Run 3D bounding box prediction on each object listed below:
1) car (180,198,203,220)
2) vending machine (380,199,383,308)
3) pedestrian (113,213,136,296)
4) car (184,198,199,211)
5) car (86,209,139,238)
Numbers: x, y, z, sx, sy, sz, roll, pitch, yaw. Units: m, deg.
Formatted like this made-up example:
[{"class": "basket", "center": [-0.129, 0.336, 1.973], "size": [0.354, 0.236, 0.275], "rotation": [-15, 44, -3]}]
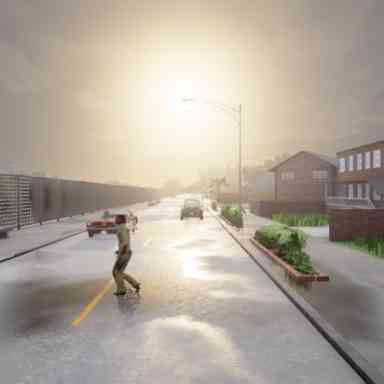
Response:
[{"class": "car", "center": [-0.009, 1.525, 28.229], "size": [1.812, 1.442, 4.674], "rotation": [0, 0, 0]}, {"class": "vending machine", "center": [4.281, 1.195, 6.164], "size": [1.100, 2.100, 0.880], "rotation": [0, 0, 0]}, {"class": "pedestrian", "center": [-1.495, 1.294, 7.195], "size": [0.375, 1.860, 0.375], "rotation": [0, 0, 0]}, {"class": "car", "center": [-0.072, 1.505, 42.142], "size": [1.837, 1.490, 4.892], "rotation": [0, 0, 0]}, {"class": "car", "center": [-4.158, 1.600, 17.919], "size": [1.895, 1.301, 4.718], "rotation": [0, 0, 0]}]
